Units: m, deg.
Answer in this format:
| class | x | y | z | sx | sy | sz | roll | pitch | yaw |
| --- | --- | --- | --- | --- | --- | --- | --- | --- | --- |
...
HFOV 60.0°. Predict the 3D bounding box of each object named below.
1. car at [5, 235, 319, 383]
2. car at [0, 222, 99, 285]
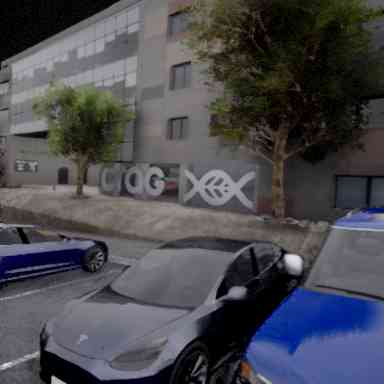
| class | x | y | z | sx | sy | sz | roll | pitch | yaw |
| --- | --- | --- | --- | --- | --- | --- | --- | --- | --- |
| car | 0.150 | 1.505 | 5.140 | 2.163 | 1.488 | 4.792 | 0 | 0 | 36 |
| car | -4.364 | 1.494 | 8.432 | 2.163 | 1.488 | 4.792 | 0 | 0 | 36 |
